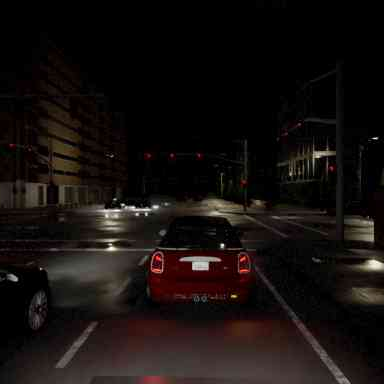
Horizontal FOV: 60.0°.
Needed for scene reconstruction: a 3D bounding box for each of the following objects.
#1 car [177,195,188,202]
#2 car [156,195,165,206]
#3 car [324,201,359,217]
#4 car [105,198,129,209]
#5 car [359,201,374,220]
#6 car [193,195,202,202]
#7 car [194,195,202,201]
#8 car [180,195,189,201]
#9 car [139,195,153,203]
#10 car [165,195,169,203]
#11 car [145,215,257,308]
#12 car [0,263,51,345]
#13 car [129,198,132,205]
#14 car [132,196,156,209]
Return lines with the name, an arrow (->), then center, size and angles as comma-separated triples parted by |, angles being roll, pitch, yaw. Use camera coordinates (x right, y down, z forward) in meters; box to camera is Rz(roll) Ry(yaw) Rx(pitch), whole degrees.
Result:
car -> -2.253, 1.524, 73.850 | 2.128, 1.511, 4.902 | 0, 0, 2
car -> -6.367, 1.491, 56.286 | 2.128, 1.511, 4.902 | 0, 0, 2
car -> 14.506, 1.547, 30.020 | 4.902, 1.511, 2.128 | 0, 0, 1
car -> -10.161, 1.564, 44.144 | 1.994, 1.385, 4.181 | 0, 0, 1
car -> 16.693, 1.603, 26.473 | 5.357, 1.411, 2.033 | 0, 0, 1
car -> 1.246, 1.478, 73.830 | 1.882, 1.535, 5.008 | 0, 0, 2
car -> 1.547, 1.478, 83.984 | 1.882, 1.535, 5.008 | 0, 0, 2
car -> -1.956, 1.540, 83.937 | 2.033, 1.411, 5.357 | 0, 0, 2
car -> -9.413, 1.497, 68.728 | 2.128, 1.511, 4.902 | 0, 0, 2
car -> -5.902, 1.351, 69.085 | 2.097, 1.767, 4.553 | 0, 0, 2
car -> 0.220, 1.352, 8.109 | 2.097, 1.767, 4.553 | 0, 0, 2
car -> -3.396, 1.492, 3.880 | 2.128, 1.511, 4.902 | 0, 0, 1
car -> -9.927, 1.601, 54.453 | 1.895, 1.301, 4.718 | 0, 0, 2
car -> -6.630, 1.564, 46.139 | 1.994, 1.385, 4.181 | 0, 0, 1
